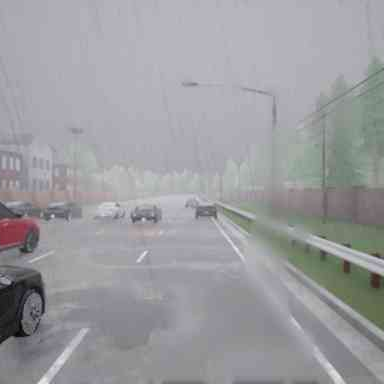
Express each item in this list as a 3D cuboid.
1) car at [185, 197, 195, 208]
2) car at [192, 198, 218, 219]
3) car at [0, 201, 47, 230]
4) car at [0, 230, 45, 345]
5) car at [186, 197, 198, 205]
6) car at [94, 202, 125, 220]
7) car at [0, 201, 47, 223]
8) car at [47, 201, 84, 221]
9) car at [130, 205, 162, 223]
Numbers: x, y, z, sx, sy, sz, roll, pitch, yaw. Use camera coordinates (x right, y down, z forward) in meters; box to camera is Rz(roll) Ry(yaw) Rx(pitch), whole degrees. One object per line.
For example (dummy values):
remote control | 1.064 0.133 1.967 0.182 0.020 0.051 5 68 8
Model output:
car | 0.008 1.638 49.997 1.994 1.385 4.181 0 0 0
car | 1.225 1.522 29.756 1.882 1.535 5.008 0 0 0
car | -6.900 1.237 10.370 2.150 2.045 5.566 0 0 0
car | -3.402 1.497 3.734 2.128 1.511 4.902 0 0 0
car | 0.001 1.641 62.991 2.033 1.411 5.357 0 0 0
car | -6.914 1.568 28.159 1.812 1.442 4.674 0 0 0
car | -13.899 1.545 27.257 1.837 1.490 4.892 0 0 0
car | -10.400 1.545 27.240 1.837 1.490 4.892 0 0 0
car | -3.399 1.639 25.598 1.895 1.301 4.718 0 0 0
